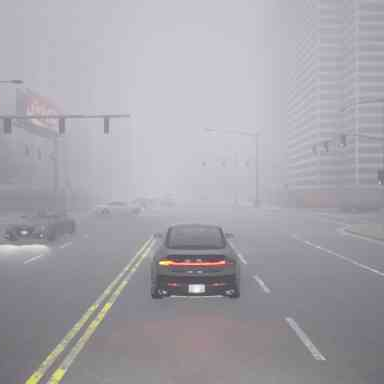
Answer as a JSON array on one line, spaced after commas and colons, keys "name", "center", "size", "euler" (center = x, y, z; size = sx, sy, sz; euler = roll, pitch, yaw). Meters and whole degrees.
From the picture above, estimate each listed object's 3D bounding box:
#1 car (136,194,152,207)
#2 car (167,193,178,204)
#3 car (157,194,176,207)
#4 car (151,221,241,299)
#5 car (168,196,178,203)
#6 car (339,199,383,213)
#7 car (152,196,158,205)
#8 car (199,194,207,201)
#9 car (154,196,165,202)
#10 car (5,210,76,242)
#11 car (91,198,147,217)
[{"name": "car", "center": [-7.409, 1.491, 47.742], "size": [2.128, 1.511, 4.902], "euler": [0, 0, 0]}, {"name": "car", "center": [-3.959, 1.221, 61.298], "size": [2.150, 2.045, 5.566], "euler": [0, 0, 0]}, {"name": "car", "center": [-3.911, 1.526, 51.719], "size": [1.812, 1.442, 4.674], "euler": [0, 0, 0]}, {"name": "car", "center": [0.056, 1.505, 8.462], "size": [1.837, 1.490, 4.892], "euler": [0, 0, -1]}, {"name": "car", "center": [-3.962, 1.595, 71.344], "size": [1.895, 1.301, 4.718], "euler": [0, 0, 0]}, {"name": "car", "center": [18.448, 1.477, 35.673], "size": [5.008, 1.535, 1.882], "euler": [0, 0, -1]}, {"name": "car", "center": [-7.449, 1.601, 57.006], "size": [1.895, 1.301, 4.718], "euler": [0, 0, 0]}, {"name": "car", "center": [2.924, 1.355, 88.718], "size": [2.097, 1.767, 4.553], "euler": [0, 0, 0]}, {"name": "car", "center": [-7.497, 1.552, 76.764], "size": [1.994, 1.385, 4.181], "euler": [0, 0, 0]}, {"name": "car", "center": [-7.202, 1.564, 16.235], "size": [1.994, 1.385, 4.181], "euler": [0, 0, -1]}, {"name": "car", "center": [-6.994, 1.525, 30.937], "size": [4.674, 1.442, 1.812], "euler": [0, 0, -29]}]
